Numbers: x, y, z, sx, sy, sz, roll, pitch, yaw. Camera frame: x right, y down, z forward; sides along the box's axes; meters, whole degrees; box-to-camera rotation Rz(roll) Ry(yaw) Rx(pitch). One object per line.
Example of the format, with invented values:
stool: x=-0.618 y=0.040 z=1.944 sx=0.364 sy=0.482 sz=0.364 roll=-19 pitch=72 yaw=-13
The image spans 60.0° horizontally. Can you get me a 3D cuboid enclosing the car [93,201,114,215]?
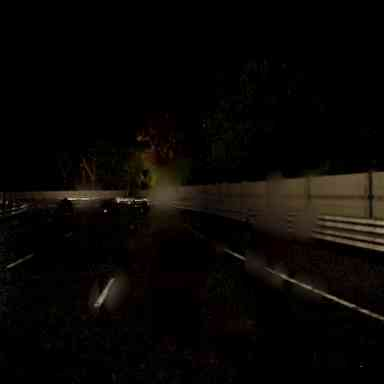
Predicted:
car: x=-9.632 y=1.703 z=36.165 sx=1.837 sy=1.490 sz=4.892 roll=0 pitch=0 yaw=-19

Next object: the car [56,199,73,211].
car: x=-18.223 y=1.828 z=47.573 sx=1.837 sy=1.490 sz=4.892 roll=0 pitch=0 yaw=-26

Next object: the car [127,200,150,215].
car: x=-5.712 y=1.644 z=35.408 sx=2.128 sy=1.511 sz=4.902 roll=0 pitch=0 yaw=-18
